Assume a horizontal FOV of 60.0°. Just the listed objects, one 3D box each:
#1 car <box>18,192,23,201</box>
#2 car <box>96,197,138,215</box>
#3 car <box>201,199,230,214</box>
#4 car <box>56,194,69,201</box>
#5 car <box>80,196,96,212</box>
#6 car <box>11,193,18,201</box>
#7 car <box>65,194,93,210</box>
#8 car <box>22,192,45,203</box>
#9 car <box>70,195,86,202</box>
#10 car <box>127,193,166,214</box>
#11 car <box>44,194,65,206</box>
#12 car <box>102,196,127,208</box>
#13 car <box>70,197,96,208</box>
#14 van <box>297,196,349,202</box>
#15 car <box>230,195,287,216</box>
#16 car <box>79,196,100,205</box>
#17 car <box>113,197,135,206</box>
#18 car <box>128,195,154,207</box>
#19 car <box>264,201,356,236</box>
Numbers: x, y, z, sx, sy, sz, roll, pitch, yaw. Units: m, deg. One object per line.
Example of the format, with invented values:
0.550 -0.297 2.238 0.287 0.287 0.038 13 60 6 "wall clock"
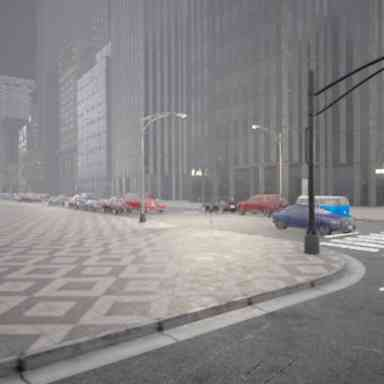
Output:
-34.185 1.177 69.306 2.192 1.841 5.009 0 0 -36 "car"
-7.514 1.458 32.918 1.887 1.381 4.507 -1 0 -36 "car"
2.712 1.410 33.389 1.947 1.339 4.313 -1 0 -36 "car"
-30.744 1.298 79.048 1.752 1.417 4.829 0 0 -35 "car"
-10.847 1.493 37.467 1.802 1.307 4.206 -1 0 -36 "car"
-40.728 1.358 78.234 1.752 1.417 4.829 0 0 -35 "car"
-14.182 1.348 42.015 1.967 1.590 4.097 -1 0 -36 "car"
-30.851 1.189 64.757 2.192 1.841 5.009 0 0 -36 "car"
-24.061 1.327 69.920 1.752 1.417 4.829 0 0 -36 "car"
-4.848 1.113 33.622 2.150 2.045 5.566 -1 0 -36 "car"
-20.848 1.451 51.112 2.008 1.369 4.403 -1 0 -36 "car"
-11.163 1.384 47.571 1.812 1.442 4.674 -1 0 -36 "car"
-16.152 1.471 49.217 2.033 1.411 5.357 -1 0 -36 "car"
9.379 1.188 24.288 1.690 1.788 3.998 -1 0 -36 "van"
6.044 1.162 28.838 2.192 1.841 5.009 -1 0 -36 "car"
-17.181 1.415 55.695 1.994 1.385 4.181 -1 0 -36 "car"
-10.625 1.415 51.585 1.802 1.307 4.206 -1 0 -36 "car"
-7.291 1.276 47.035 1.967 1.590 4.097 -1 0 -36 "car"
6.347 1.424 17.857 1.812 1.442 4.674 -1 0 -31 "car"
